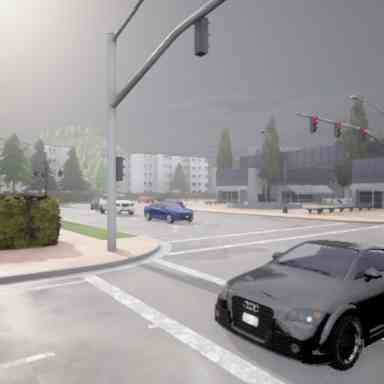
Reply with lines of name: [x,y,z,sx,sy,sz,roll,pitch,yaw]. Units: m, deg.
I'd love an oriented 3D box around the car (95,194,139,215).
car: [-7.659,1.216,33.513,2.150,2.045,5.566,0,0,-32]

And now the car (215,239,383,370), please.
car: [2.422,1.562,5.722,4.181,1.385,1.994,0,0,-36]

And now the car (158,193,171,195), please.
car: [-5.393,1.202,69.599,2.150,2.045,5.566,0,0,20]

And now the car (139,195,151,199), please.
car: [-9.346,1.340,68.092,2.097,1.767,4.553,0,0,15]

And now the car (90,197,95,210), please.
car: [-11.973,1.346,42.899,2.097,1.767,4.553,0,0,-17]

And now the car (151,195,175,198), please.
car: [-2.785,1.470,39.297,1.882,1.535,5.008,0,0,-29]

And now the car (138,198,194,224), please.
car: [-1.850,1.473,25.334,1.882,1.535,5.008,0,0,-37]
